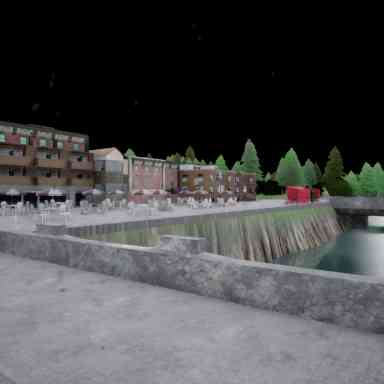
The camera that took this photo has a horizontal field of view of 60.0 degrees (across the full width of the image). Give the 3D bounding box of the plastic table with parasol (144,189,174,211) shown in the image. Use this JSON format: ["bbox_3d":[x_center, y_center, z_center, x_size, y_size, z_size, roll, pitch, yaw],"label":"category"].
[{"bbox_3d":[-3.931,0.925,39.847,2.482,2.480,2.482,0,0,36],"label":"plastic table with parasol"}]

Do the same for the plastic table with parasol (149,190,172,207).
[{"bbox_3d":[-4.618,0.925,48.837,2.482,2.480,2.482,0,0,36],"label":"plastic table with parasol"}]
